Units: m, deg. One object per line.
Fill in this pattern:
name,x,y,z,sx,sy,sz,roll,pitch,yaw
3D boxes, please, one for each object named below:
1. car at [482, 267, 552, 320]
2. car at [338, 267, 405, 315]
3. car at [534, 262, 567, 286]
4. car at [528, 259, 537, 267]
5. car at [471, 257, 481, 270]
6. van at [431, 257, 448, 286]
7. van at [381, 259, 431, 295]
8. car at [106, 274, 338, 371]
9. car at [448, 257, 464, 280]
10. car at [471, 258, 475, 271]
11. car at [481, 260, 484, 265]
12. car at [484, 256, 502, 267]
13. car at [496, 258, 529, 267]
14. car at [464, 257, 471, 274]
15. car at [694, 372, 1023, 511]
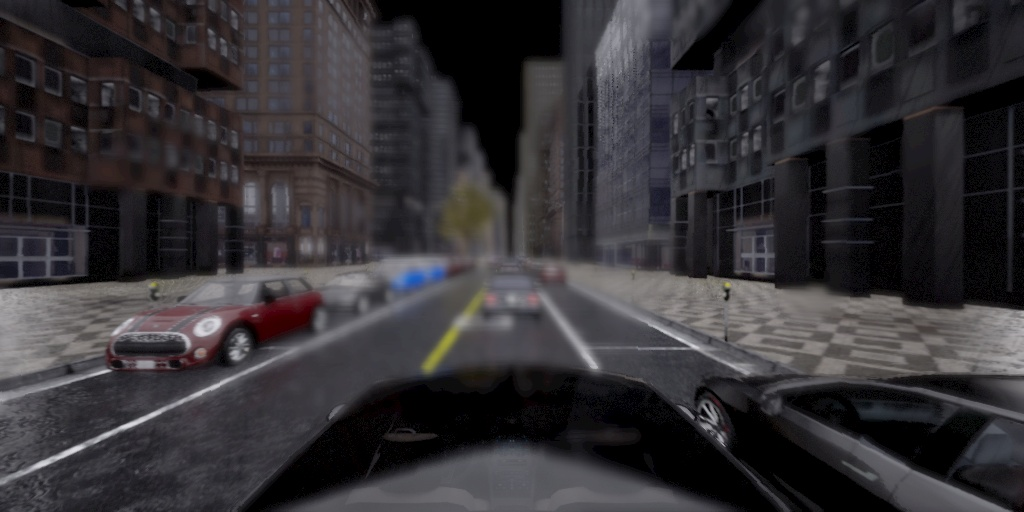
car,0.023,1.281,12.486,2.033,1.411,5.357,0,0,0
car,-5.762,1.282,13.317,2.007,1.370,4.403,0,0,0
car,2.764,1.296,24.678,1.802,1.307,4.207,0,0,0
car,2.764,1.248,36.033,2.007,1.370,4.403,0,0,0
car,-5.761,0.996,47.381,2.192,1.841,5.009,0,0,0
van,-5.761,1.055,24.672,1.690,1.789,3.998,0,0,0
van,-5.762,1.064,18.995,1.690,1.789,3.998,0,0,0
car,-5.762,1.181,7.639,1.967,1.591,4.097,0,0,0
car,-5.761,1.021,30.350,2.192,1.841,5.009,0,0,0
car,-5.761,1.255,41.704,1.948,1.339,4.313,0,0,0
car,-5.761,1.224,53.059,2.007,1.370,4.403,0,0,0
car,-3.058,1.144,59.048,1.882,1.535,5.008,0,0,0
car,0.047,1.199,29.644,2.128,1.511,4.902,0,0,1
car,-5.761,1.012,36.027,2.192,1.841,5.009,0,0,0
car,2.763,1.315,1.967,1.948,1.339,4.313,0,0,0
